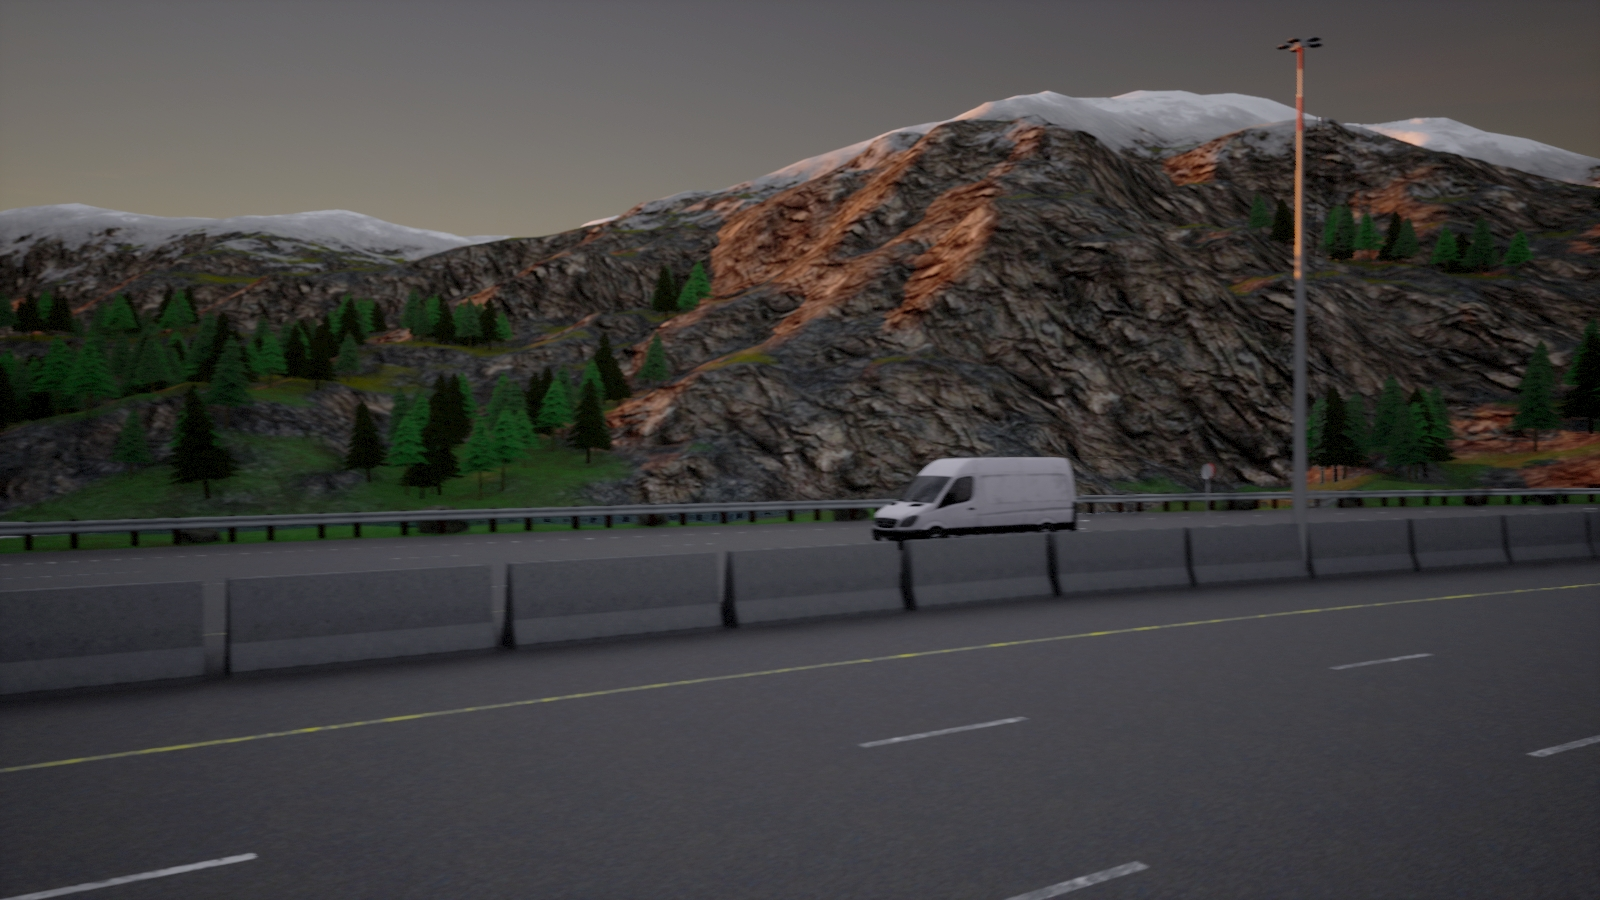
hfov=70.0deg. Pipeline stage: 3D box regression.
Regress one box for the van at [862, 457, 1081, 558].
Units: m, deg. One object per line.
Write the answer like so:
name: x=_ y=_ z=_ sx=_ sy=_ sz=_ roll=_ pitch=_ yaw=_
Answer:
van: x=4.765 y=1.486 z=31.338 sx=5.915 sy=2.561 sz=1.988 roll=0 pitch=0 yaw=-28
